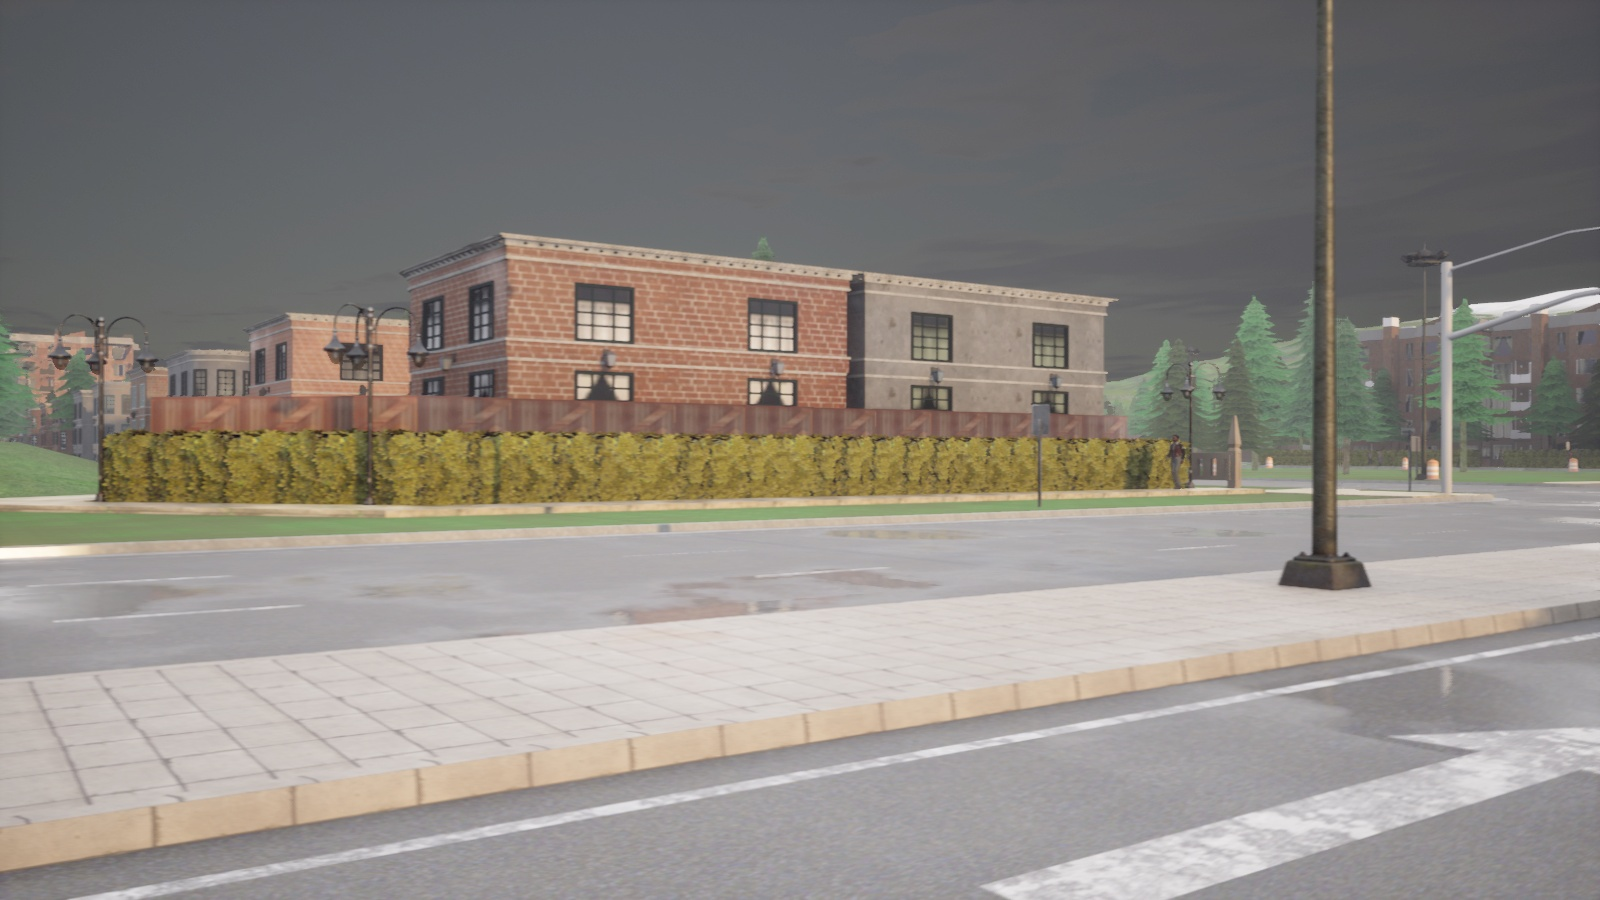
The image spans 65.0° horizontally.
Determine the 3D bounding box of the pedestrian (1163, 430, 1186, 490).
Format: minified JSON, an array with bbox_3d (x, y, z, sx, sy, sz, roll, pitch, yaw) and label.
[{"bbox_3d":[12.291,0.323,41.245,0.666,1.930,0.402,0,0,-35],"label":"pedestrian"}]
